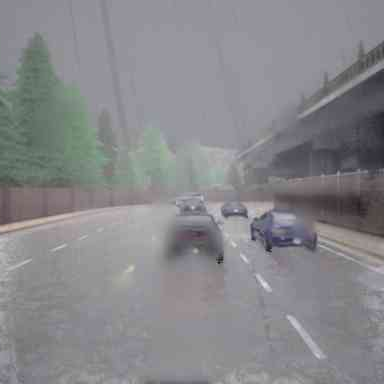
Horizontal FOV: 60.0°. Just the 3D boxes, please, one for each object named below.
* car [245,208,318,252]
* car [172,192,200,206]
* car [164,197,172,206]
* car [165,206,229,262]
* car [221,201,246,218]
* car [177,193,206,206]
[{"bbox_3d":[3.578,1.480,13.543,1.812,1.442,4.674,0,0,0],"label":"car"},{"bbox_3d":[-0.223,1.065,46.029,2.150,2.045,5.566,0,0,25],"label":"car"},{"bbox_3d":[-2.202,1.338,49.591,1.837,1.490,4.892,0,0,29],"label":"car"},{"bbox_3d":[0.081,1.464,11.893,1.837,1.490,4.892,0,0,0],"label":"car"},{"bbox_3d":[3.620,1.467,29.008,1.994,1.385,4.181,0,0,1],"label":"car"},{"bbox_3d":[0.099,1.257,28.191,2.097,1.767,4.553,0,0,0],"label":"car"}]
